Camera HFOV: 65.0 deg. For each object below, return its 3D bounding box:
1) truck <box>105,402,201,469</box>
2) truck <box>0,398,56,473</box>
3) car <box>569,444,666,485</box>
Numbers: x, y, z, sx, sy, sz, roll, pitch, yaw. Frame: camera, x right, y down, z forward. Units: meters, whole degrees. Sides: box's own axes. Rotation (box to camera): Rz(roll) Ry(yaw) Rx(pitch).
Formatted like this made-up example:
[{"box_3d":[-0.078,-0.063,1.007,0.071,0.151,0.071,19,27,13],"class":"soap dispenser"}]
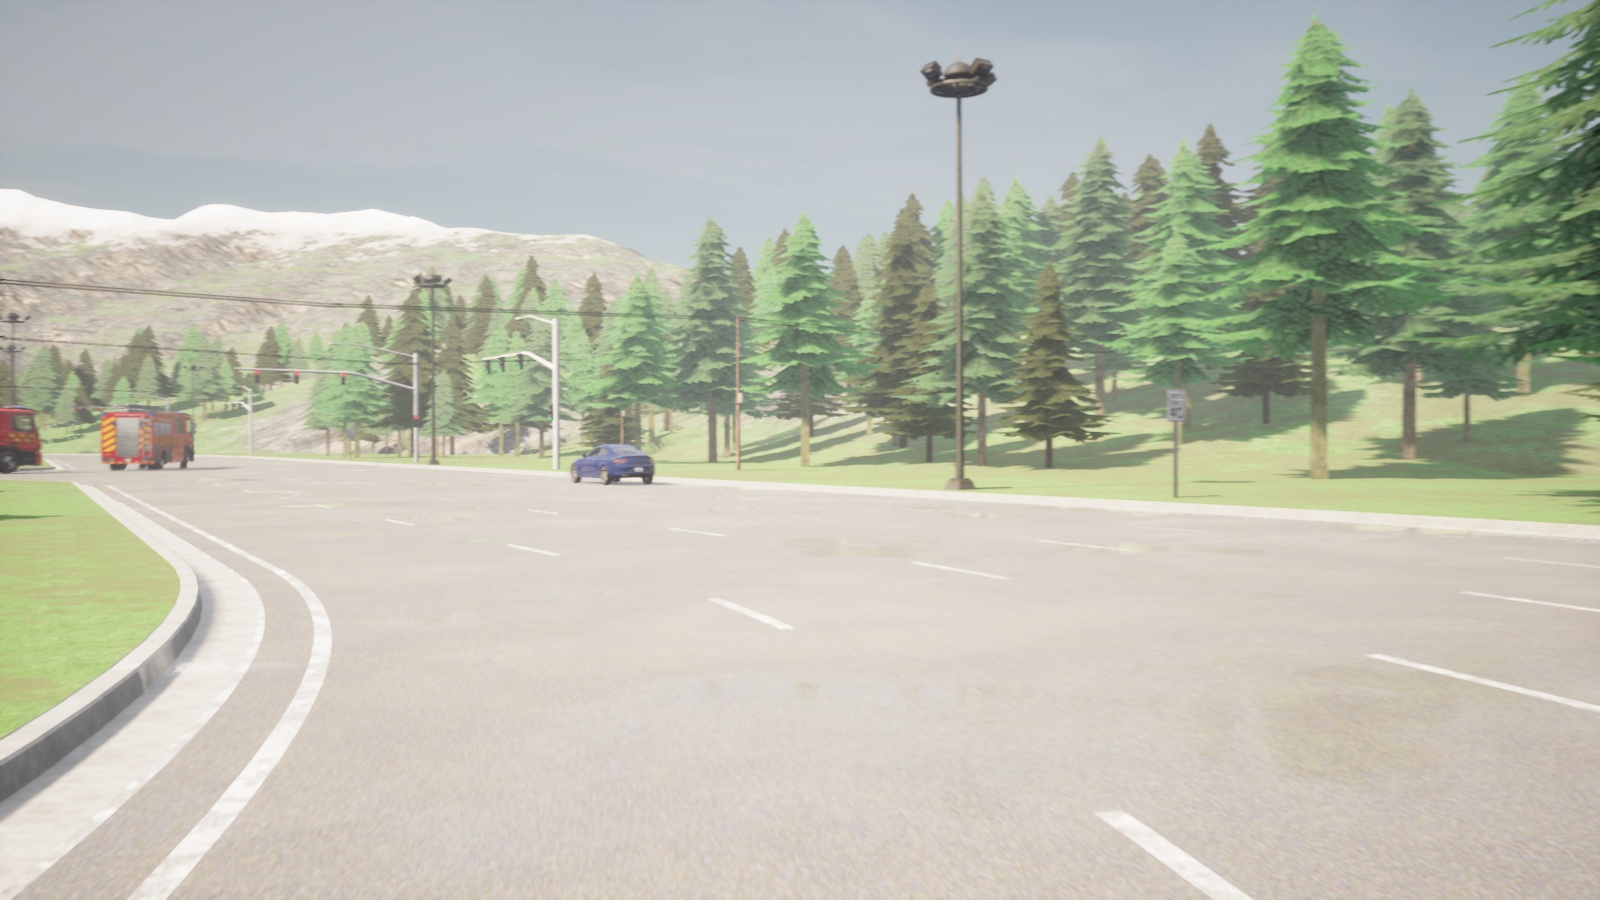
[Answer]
[{"box_3d":[-38.969,-0.844,75.971,2.891,3.827,8.468,0,0,-11],"class":"truck"},{"box_3d":[-43.210,-0.762,64.129,2.891,3.827,8.468,1,1,38],"class":"truck"},{"box_3d":[-6.718,0.490,45.876,1.812,1.442,4.674,0,0,-32],"class":"car"}]
